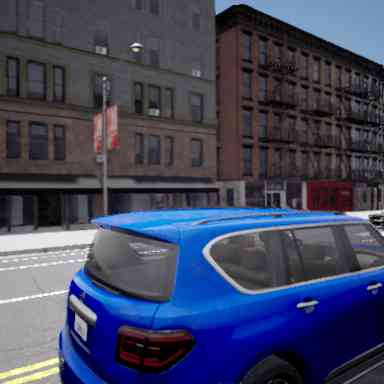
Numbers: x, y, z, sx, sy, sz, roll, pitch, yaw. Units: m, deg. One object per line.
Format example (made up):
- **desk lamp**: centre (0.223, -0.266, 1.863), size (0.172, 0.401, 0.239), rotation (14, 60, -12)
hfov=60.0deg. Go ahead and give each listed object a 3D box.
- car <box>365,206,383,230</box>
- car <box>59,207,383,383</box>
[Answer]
- **car**: centre (13.063, 1.598, 20.987), size (4.718, 1.301, 1.895), rotation (0, 0, -35)
- **car**: centre (1.256, 1.217, 4.335), size (5.566, 2.045, 2.150), rotation (0, 0, -35)
